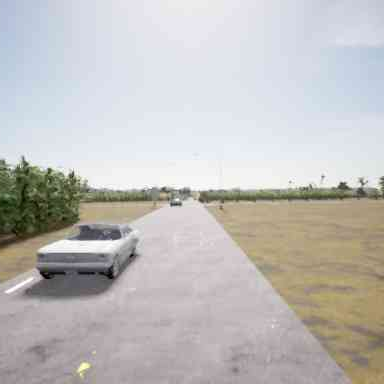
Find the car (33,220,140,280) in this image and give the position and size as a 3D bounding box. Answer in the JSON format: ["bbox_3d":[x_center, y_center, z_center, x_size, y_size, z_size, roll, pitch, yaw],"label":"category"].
[{"bbox_3d":[-2.832,1.580,10.022,1.895,1.301,4.718,0,0,0],"label":"car"}]

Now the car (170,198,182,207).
[{"bbox_3d":[-2.654,1.794,56.809,1.994,1.385,4.181,0,-1,0],"label":"car"}]
